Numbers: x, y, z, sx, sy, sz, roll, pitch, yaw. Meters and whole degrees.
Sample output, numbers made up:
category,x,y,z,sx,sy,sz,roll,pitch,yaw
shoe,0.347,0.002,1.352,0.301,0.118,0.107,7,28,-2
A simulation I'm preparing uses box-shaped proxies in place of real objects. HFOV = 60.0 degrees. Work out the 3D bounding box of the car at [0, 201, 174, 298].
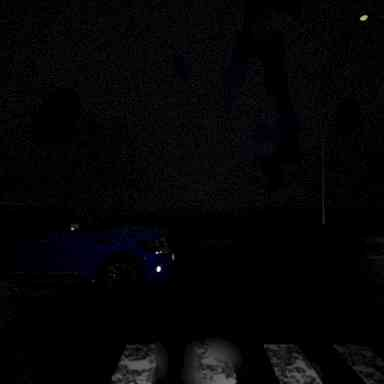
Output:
category,x,y,z,sx,sy,sz,roll,pitch,yaw
car,-3.233,1.232,8.046,5.566,2.045,2.150,-1,0,1
